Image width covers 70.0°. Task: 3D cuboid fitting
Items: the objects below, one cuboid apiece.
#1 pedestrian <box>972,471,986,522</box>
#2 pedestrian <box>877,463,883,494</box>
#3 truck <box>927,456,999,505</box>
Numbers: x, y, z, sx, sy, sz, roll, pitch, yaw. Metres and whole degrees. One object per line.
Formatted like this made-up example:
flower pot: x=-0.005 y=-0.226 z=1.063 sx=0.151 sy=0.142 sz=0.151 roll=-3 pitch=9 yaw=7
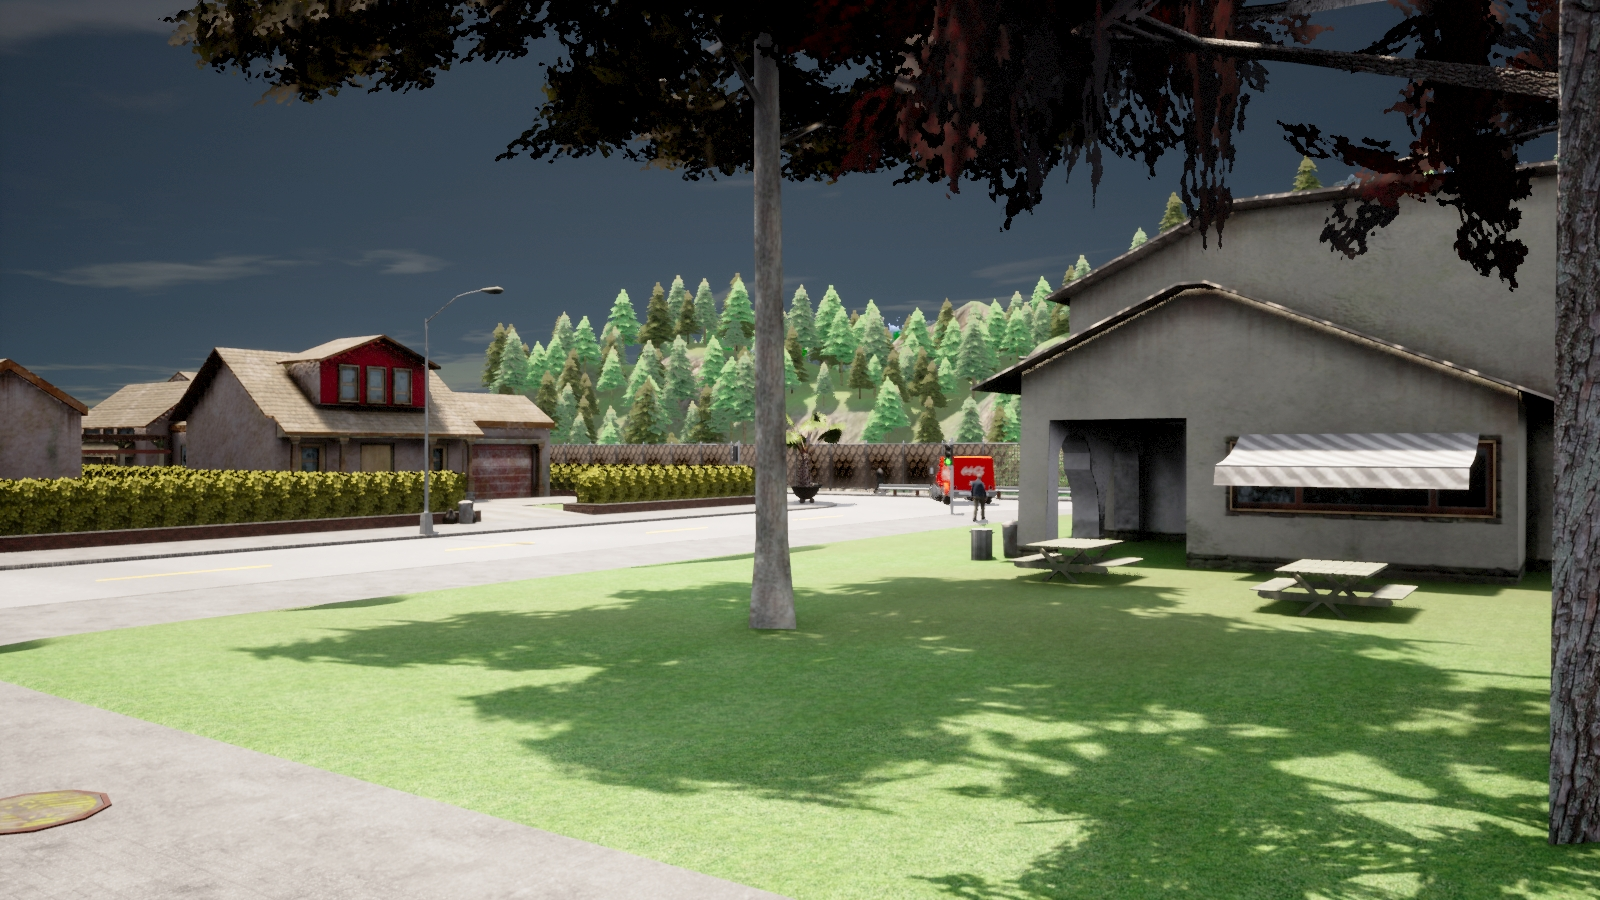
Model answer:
pedestrian: x=6.689 y=1.737 z=42.691 sx=0.375 sy=1.860 sz=0.375 roll=0 pitch=0 yaw=35
pedestrian: x=4.871 y=1.745 z=69.551 sx=0.375 sy=1.860 sz=0.375 roll=0 pitch=0 yaw=-3
truck: x=8.540 y=1.564 z=60.480 sx=2.627 sy=2.467 sz=5.204 roll=0 pitch=0 yaw=-5
